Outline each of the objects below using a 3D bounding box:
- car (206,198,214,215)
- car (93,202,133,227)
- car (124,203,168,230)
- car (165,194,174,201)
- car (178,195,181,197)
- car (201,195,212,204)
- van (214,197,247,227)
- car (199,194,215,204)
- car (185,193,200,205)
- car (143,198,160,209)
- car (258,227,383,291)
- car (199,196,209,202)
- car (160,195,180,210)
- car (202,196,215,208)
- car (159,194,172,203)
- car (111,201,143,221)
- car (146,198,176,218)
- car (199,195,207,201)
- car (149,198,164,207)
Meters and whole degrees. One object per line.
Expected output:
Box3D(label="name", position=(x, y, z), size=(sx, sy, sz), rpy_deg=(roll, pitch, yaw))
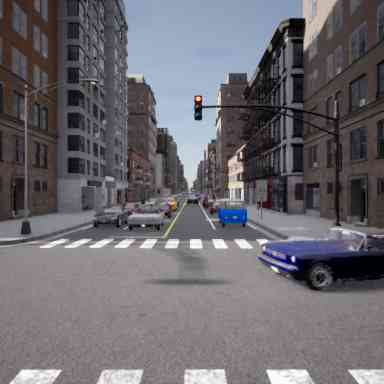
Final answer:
Box3D(label="car", position=(2.652, 1.579, 33.781), size=(1.802, 1.307, 4.206), rpy_deg=(0, 0, 0))
Box3D(label="car", position=(-5.378, 1.549, 22.413), size=(2.008, 1.369, 4.403), rpy_deg=(0, 0, 0))
Box3D(label="car", position=(-2.811, 1.599, 21.121), size=(1.895, 1.301, 4.718), rpy_deg=(0, 0, -1))
Box3D(label="car", position=(-5.353, 1.408, 79.232), size=(1.967, 1.590, 4.097), rpy_deg=(0, 0, 0))
Box3D(label="car", position=(-2.788, 1.590, 50.018), size=(1.895, 1.301, 4.718), rpy_deg=(0, 0, 0))
Box3D(label="car", position=(2.665, 1.420, 62.188), size=(1.967, 1.590, 4.097), rpy_deg=(0, 0, 0))
Box3D(label="van", position=(2.647, 1.339, 22.419), size=(1.690, 1.788, 3.998), rpy_deg=(0, 0, 0))
Box3D(label="car", position=(2.660, 1.304, 50.825), size=(2.192, 1.841, 5.009), rpy_deg=(0, 0, 0))
Box3D(label="car", position=(0.135, 1.462, 56.841), size=(1.882, 1.535, 5.008), rpy_deg=(0, 0, 0))
Box3D(label="car", position=(-5.368, 1.519, 44.971), size=(1.752, 1.417, 4.829), rpy_deg=(0, 0, 0))
Box3D(label="car", position=(4.220, 1.634, 8.866), size=(4.718, 1.301, 1.895), rpy_deg=(0, 0, -14))
Box3D(label="car", position=(2.670, 1.522, 73.550), size=(2.008, 1.369, 4.403), rpy_deg=(0, 0, 0))
Box3D(label="car", position=(-2.826, 1.473, 39.912), size=(1.882, 1.535, 5.008), rpy_deg=(0, 0, 0))
Box3D(label="car", position=(2.657, 1.575, 45.144), size=(1.802, 1.307, 4.206), rpy_deg=(0, 0, 0))
Box3D(label="car", position=(-5.358, 1.291, 67.868), size=(2.192, 1.841, 5.009), rpy_deg=(0, 0, 0))
Box3D(label="car", position=(-5.376, 1.543, 28.095), size=(1.887, 1.381, 4.507), rpy_deg=(0, 0, 0))
Box3D(label="car", position=(-2.833, 1.562, 30.266), size=(1.994, 1.385, 4.181), rpy_deg=(0, 0, 0))
Box3D(label="car", position=(2.675, 1.529, 84.913), size=(1.947, 1.339, 4.313), rpy_deg=(0, 0, 0))
Box3D(label="car", position=(-5.365, 1.555, 50.823), size=(1.947, 1.339, 4.313), rpy_deg=(0, 0, 0))
